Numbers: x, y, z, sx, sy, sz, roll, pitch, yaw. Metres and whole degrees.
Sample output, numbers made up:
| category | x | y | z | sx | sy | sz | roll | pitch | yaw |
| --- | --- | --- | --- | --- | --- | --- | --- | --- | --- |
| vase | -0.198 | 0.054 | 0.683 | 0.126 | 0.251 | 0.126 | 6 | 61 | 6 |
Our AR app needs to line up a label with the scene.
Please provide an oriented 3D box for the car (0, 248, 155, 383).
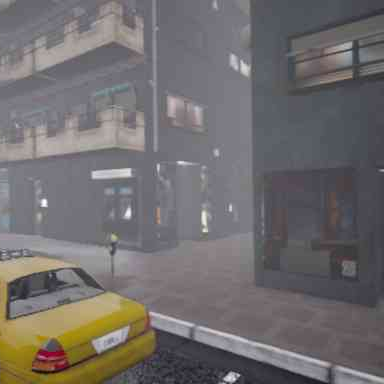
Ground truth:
| category | x | y | z | sx | sy | sz | roll | pitch | yaw |
| --- | --- | --- | --- | --- | --- | --- | --- | --- | --- |
| car | -2.725 | 1.505 | 4.840 | 4.829 | 1.417 | 1.752 | 0 | -1 | 36 |
